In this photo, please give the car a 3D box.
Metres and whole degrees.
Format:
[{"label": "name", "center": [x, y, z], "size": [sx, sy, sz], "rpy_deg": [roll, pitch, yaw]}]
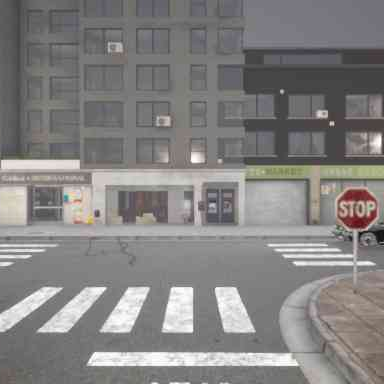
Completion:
[{"label": "car", "center": [8.409, 1.571, 13.837], "size": [4.718, 1.301, 1.895], "rpy_deg": [0, 0, 0]}]
